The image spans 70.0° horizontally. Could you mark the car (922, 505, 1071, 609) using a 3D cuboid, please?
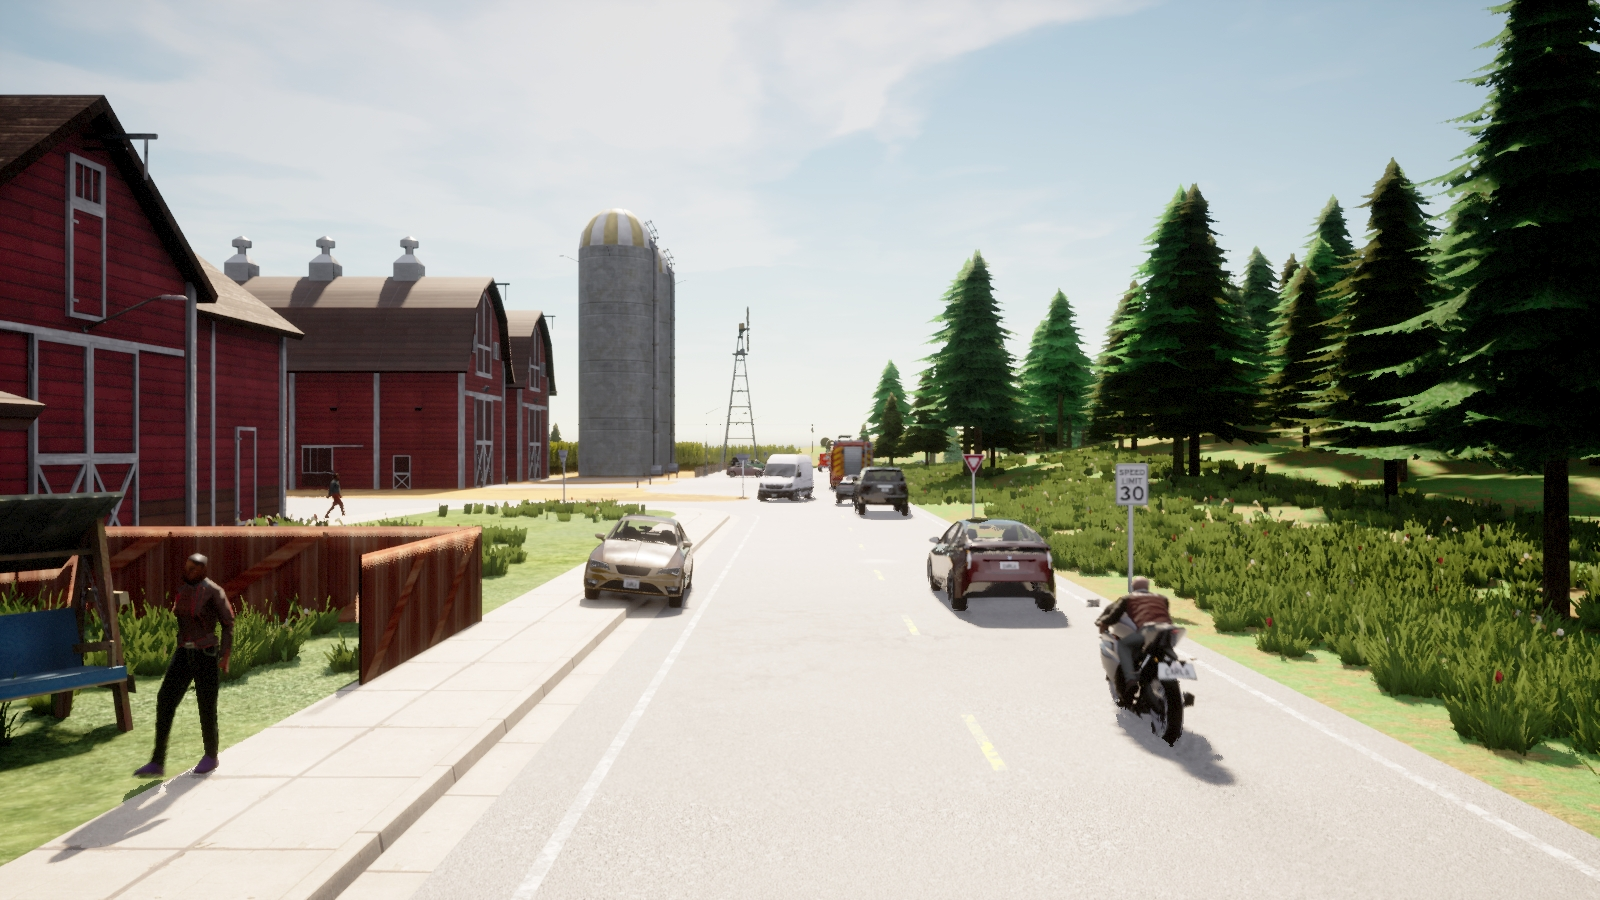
[{"bbox_3d":[3.523,1.900,21.338,2.007,1.525,4.514,0,0,0],"label":"car"}]

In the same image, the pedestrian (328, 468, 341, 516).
[{"bbox_3d":[-18.056,1.616,44.322,0.375,1.860,0.375,0,0,-6],"label":"pedestrian"}]

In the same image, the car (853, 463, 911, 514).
[{"bbox_3d":[3.548,1.624,50.480,2.150,2.045,5.566,0,0,0],"label":"car"}]

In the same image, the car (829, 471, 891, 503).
[{"bbox_3d":[3.197,1.907,59.884,2.128,1.511,4.902,0,0,16],"label":"car"}]

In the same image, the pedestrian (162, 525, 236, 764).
[{"bbox_3d":[-4.866,1.555,9.261,0.375,1.860,0.375,0,0,9],"label":"pedestrian"}]

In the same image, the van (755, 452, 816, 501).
[{"bbox_3d":[-0.742,1.394,63.237,1.988,2.561,5.915,1,0,13],"label":"van"}]

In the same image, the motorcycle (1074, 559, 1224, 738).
[{"bbox_3d":[3.520,1.961,11.760,0.867,1.460,2.209,0,0,0],"label":"motorcycle"}]
